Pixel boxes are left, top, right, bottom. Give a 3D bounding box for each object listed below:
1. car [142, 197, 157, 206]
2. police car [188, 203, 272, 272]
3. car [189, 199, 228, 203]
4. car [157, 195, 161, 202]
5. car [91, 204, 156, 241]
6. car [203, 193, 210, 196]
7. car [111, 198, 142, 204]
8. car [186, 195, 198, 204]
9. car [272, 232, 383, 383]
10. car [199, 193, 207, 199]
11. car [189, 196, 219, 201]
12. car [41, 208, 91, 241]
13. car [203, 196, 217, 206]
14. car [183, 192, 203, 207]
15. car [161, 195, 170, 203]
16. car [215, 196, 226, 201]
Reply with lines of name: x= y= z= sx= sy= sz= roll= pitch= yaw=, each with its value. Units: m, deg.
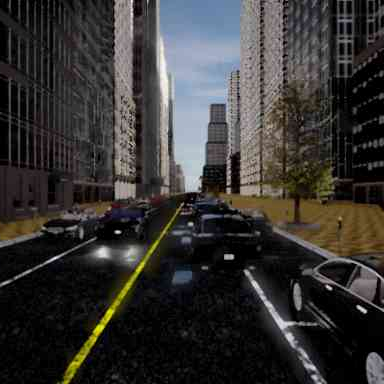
car: x=-5.680 y=1.333 z=38.772 sx=2.008 sy=1.369 sz=4.403 roll=0 pitch=0 yaw=0
police car: x=0.902 y=1.364 z=10.672 sx=1.930 sy=1.638 sz=5.238 roll=0 pitch=0 yaw=0
car: x=0.902 y=1.388 z=20.564 sx=1.837 sy=1.490 sz=4.892 roll=0 pitch=0 yaw=0
car: x=-5.679 y=1.295 z=44.461 sx=1.887 sy=1.381 sz=4.507 roll=0 pitch=0 yaw=0
car: x=-3.098 y=1.473 z=15.864 sx=1.994 sy=1.385 sz=4.181 roll=0 pitch=0 yaw=0
car: x=2.702 y=1.222 z=38.748 sx=1.967 sy=1.590 sz=4.097 roll=0 pitch=0 yaw=0
car: x=-5.680 y=1.285 z=27.394 sx=1.967 sy=1.590 sz=4.097 roll=0 pitch=0 yaw=0
car: x=0.008 y=1.234 z=56.201 sx=2.033 sy=1.411 sz=5.357 roll=0 pitch=0 yaw=0
car: x=2.697 y=1.524 z=4.616 sx=2.008 sy=1.369 sz=4.403 roll=0 pitch=0 yaw=0
car: x=2.707 y=1.063 z=84.430 sx=1.752 sy=1.417 sz=4.829 roll=0 pitch=0 yaw=0
car: x=0.903 y=1.354 z=26.564 sx=1.837 sy=1.490 sz=4.892 roll=0 pitch=0 yaw=0
car: x=-5.682 y=1.459 z=16.016 sx=2.008 sy=1.369 sz=4.403 roll=0 pitch=0 yaw=0
car: x=2.702 y=1.301 z=50.127 sx=1.802 sy=1.307 sz=4.206 roll=0 pitch=0 yaw=0
car: x=0.020 y=0.969 z=44.995 sx=2.150 sy=2.045 sz=5.566 roll=0 pitch=0 yaw=0
car: x=-5.677 y=1.203 z=61.528 sx=1.887 sy=1.381 sz=4.507 roll=0 pitch=0 yaw=0
car: x=2.700 y=1.364 z=33.060 sx=2.008 sy=1.369 sz=4.403 roll=0 pitch=0 yaw=0
